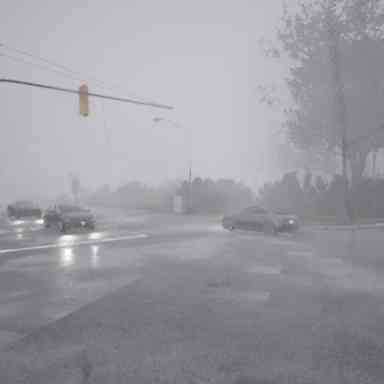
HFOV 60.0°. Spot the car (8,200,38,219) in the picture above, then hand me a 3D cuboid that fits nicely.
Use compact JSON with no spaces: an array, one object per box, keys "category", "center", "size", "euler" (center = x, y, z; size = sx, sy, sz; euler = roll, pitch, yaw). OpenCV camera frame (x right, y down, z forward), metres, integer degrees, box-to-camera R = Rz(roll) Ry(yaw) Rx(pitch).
[{"category":"car","center":[-14.399,1.417,28.565],"size":[1.882,1.535,5.008],"euler":[-1,1,-39]}]

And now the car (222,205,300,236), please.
[{"category":"car","center":[3.531,1.400,17.557],"size":[1.994,1.385,4.181],"euler":[-1,1,-39]}]

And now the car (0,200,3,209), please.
[{"category":"car","center":[-25.908,1.477,43.014],"size":[1.812,1.442,4.674],"euler":[-1,0,-38]}]

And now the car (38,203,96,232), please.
[{"category":"car","center":[-7.354,1.436,19.778],"size":[1.837,1.490,4.892],"euler":[-1,1,-39]}]
